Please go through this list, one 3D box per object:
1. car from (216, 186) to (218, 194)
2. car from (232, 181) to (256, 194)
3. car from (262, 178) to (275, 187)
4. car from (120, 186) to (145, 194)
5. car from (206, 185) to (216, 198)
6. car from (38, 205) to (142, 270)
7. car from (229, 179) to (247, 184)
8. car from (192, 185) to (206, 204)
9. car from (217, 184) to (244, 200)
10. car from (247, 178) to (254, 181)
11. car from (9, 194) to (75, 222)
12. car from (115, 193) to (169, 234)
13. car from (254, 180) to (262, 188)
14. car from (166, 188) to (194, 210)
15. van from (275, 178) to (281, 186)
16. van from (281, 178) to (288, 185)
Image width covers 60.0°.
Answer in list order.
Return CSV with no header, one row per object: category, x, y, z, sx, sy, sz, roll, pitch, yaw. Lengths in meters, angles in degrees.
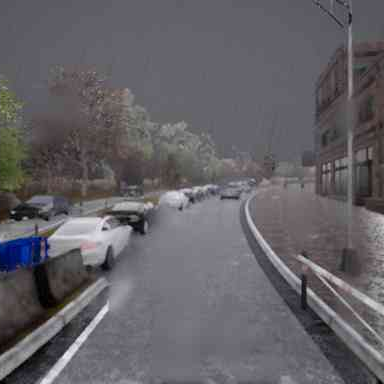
car,2.529,-0.282,45.131,2.097,1.535,5.008,0,3,16
car,7.709,-0.477,49.279,2.033,1.411,5.357,0,3,18
car,17.644,-2.112,80.492,1.946,1.575,5.366,-2,2,32
car,-7.139,-0.077,40.226,1.994,1.385,4.181,0,3,9
car,0.899,0.032,39.025,2.231,1.521,4.892,0,3,14
car,-3.181,1.457,10.777,2.002,1.452,4.674,-2,2,2
car,7.689,-1.052,60.299,2.231,1.521,4.892,-3,2,23
car,-0.320,0.328,33.455,2.097,1.535,5.008,0,3,12
car,4.434,0.144,37.507,1.994,1.385,4.181,0,3,13
car,9.879,-1.321,65.437,2.231,1.521,4.892,-3,2,24
car,-8.611,0.837,19.680,2.033,1.411,5.357,0,3,-1
car,-2.861,1.109,16.904,2.097,1.535,5.008,1,3,8
car,12.249,-1.842,70.519,2.435,2.045,5.566,-3,2,26
car,-1.455,0.667,27.335,2.002,1.452,4.674,-1,3,10
van,20.507,-2.570,85.192,1.878,1.987,4.442,-2,2,30
van,23.610,-2.801,89.841,1.878,1.987,4.442,-2,2,35
